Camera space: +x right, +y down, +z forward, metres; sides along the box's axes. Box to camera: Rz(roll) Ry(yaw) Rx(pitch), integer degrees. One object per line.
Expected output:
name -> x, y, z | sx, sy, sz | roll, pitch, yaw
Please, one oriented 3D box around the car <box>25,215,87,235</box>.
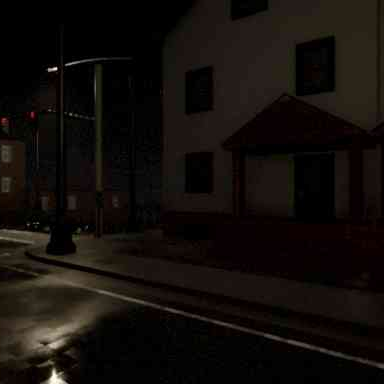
car -> -10.792, 2.566, 26.742 | 1.837, 1.490, 4.892 | 0, -9, 36
